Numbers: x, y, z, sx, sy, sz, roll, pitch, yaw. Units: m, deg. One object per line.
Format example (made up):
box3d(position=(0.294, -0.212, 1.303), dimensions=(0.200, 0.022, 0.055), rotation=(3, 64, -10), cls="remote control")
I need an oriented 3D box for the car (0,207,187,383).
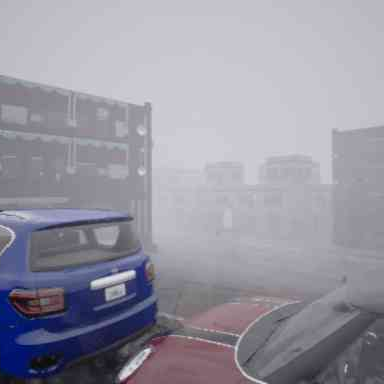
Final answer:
box3d(position=(-3.093, 1.285, 5.382), dimensions=(5.566, 2.045, 2.435), rotation=(-1, 0, 35), cls="car")
